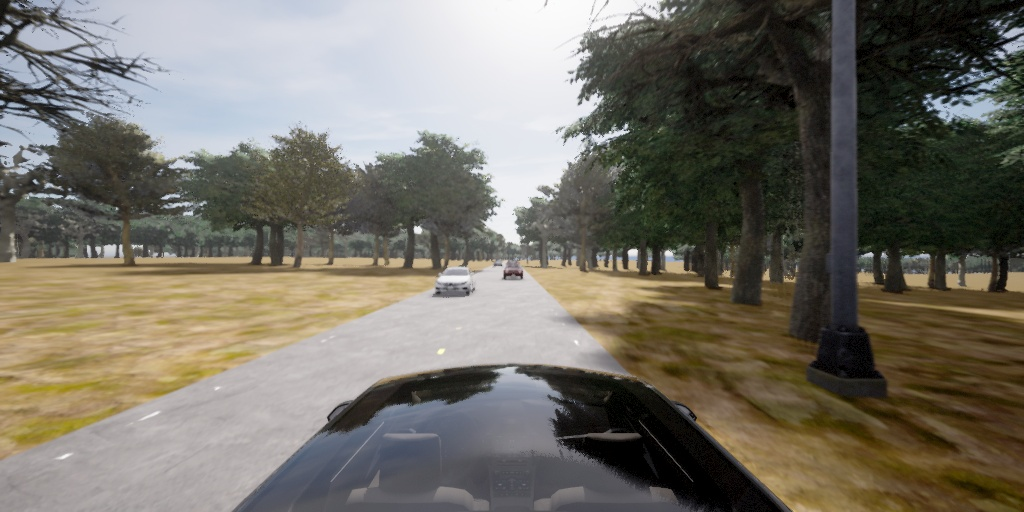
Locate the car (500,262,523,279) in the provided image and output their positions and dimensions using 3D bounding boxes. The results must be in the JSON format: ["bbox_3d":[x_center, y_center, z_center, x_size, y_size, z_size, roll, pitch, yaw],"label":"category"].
[{"bbox_3d":[0.118,1.476,34.807,1.895,1.301,4.718,0,0,0],"label":"car"}]

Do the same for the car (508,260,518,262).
[{"bbox_3d":[0.121,1.301,50.802,2.097,1.767,4.553,0,0,0],"label":"car"}]

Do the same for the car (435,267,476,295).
[{"bbox_3d":[-3.092,1.341,20.363,1.812,1.442,4.674,0,0,0],"label":"car"}]
